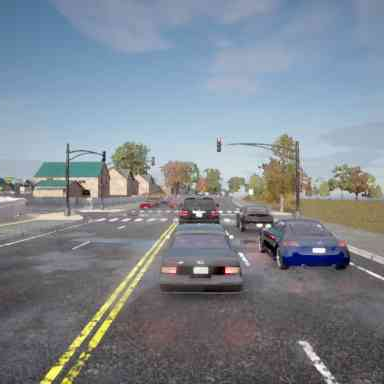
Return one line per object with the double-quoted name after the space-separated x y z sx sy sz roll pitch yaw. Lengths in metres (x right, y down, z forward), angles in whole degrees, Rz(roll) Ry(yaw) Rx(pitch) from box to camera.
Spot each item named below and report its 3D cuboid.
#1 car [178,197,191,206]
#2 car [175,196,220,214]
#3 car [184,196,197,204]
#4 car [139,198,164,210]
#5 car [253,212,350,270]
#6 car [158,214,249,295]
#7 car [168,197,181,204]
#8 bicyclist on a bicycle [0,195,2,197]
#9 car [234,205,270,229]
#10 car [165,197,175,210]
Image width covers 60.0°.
-1.235 1.571 56.760 1.882 1.535 5.008 0 0 4 "car"
0.421 1.237 19.138 2.150 2.045 5.566 0 0 1 "car"
-0.299 1.621 68.545 2.128 1.511 4.902 0 0 5 "car"
-5.500 1.667 43.996 1.895 1.301 4.718 0 0 8 "car"
3.500 1.570 11.102 1.994 1.385 4.181 0 0 1 "car"
0.204 1.553 8.891 2.033 1.411 5.357 0 0 1 "car"
-3.575 1.733 68.315 1.895 1.301 4.718 0 0 5 "car"
-23.948 1.036 41.357 0.582 1.620 1.656 1 -1 16 "bicyclist on a bicycle"
3.688 1.520 19.994 1.837 1.490 4.892 0 0 3 "car"
-1.980 1.542 44.745 1.882 1.535 5.008 0 0 3 "car"
